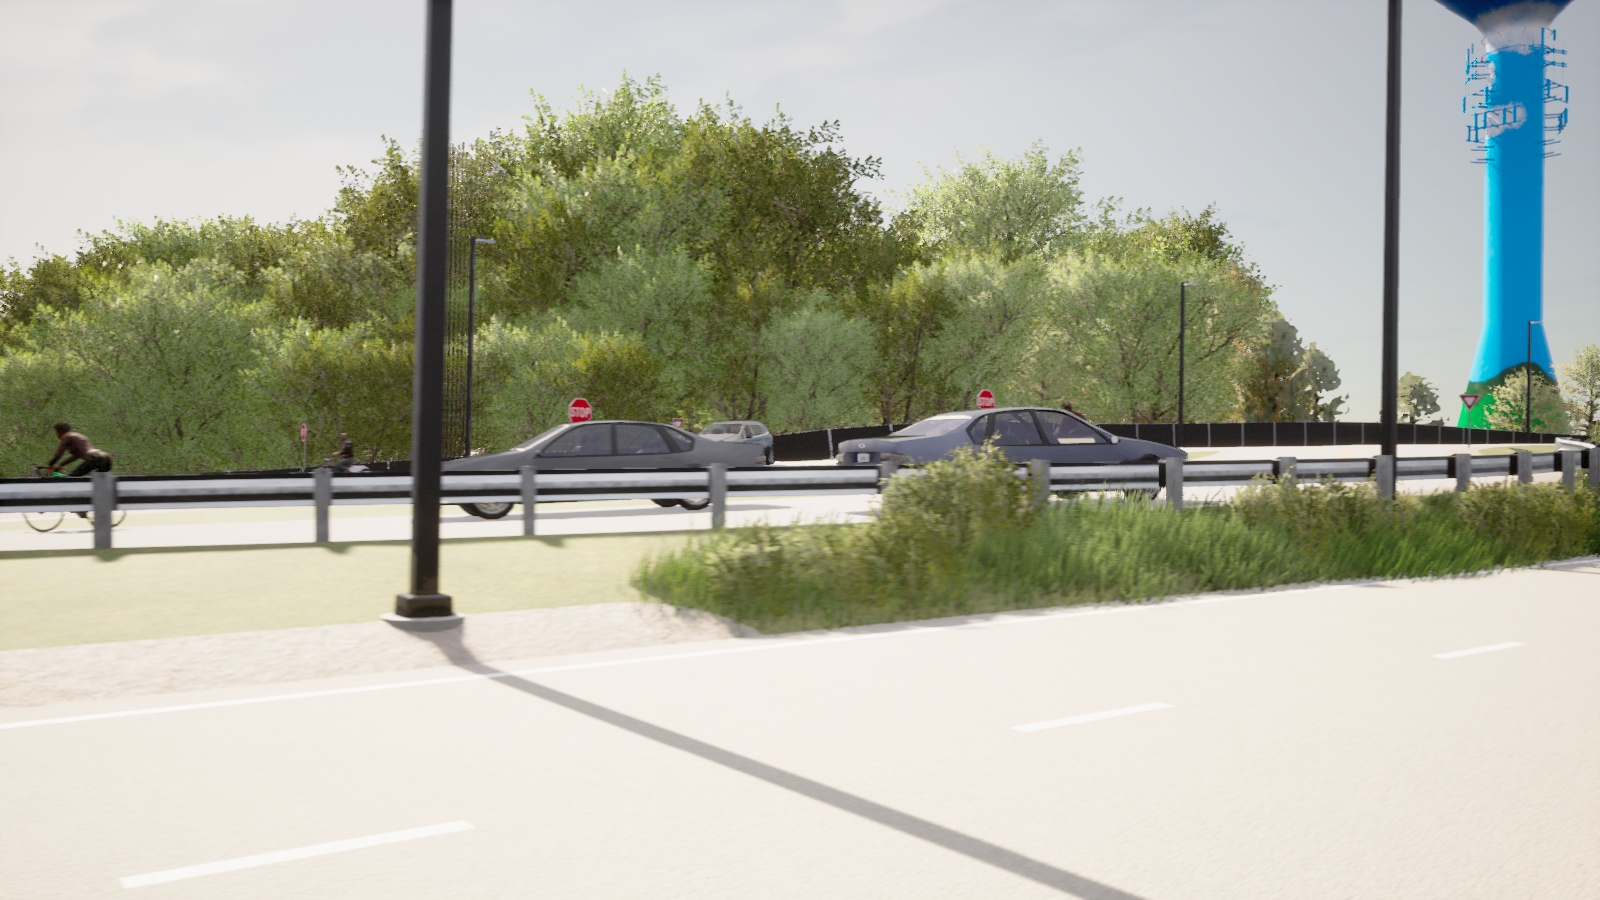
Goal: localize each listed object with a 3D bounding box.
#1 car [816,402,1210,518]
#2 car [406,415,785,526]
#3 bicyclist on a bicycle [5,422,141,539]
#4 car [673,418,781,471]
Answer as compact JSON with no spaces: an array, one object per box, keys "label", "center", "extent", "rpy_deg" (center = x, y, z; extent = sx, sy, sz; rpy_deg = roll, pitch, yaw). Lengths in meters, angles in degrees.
[{"label":"car","center":[3.078,0.083,17.768],"extent":[5.357,1.411,2.033],"rpy_deg":[-2,0,-28]},{"label":"car","center":[-3.112,0.270,19.144],"extent":[5.357,1.411,2.033],"rpy_deg":[-2,0,-21]},{"label":"bicyclist on a bicycle","center":[-10.667,0.446,18.453],"extent":[1.656,1.620,0.582],"rpy_deg":[-2,-1,5]},{"label":"car","center":[-2.516,-0.247,44.604],"extent":[2.242,1.667,4.611],"rpy_deg":[-2,1,18]}]
